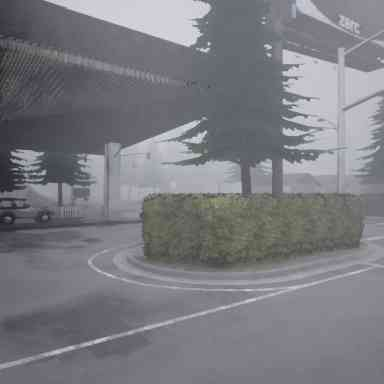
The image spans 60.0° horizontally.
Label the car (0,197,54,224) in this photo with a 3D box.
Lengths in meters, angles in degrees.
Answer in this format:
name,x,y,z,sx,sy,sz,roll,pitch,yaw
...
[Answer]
name,x,y,z,sx,sy,sz,roll,pitch,yaw
car,-11.961,1.313,23.491,3.866,1.878,1.905,0,0,-36
